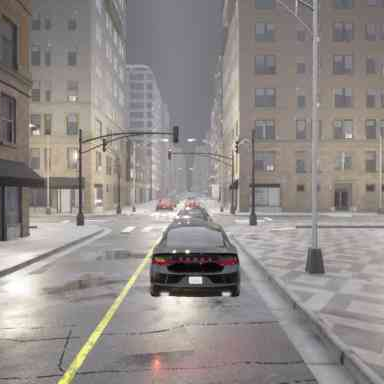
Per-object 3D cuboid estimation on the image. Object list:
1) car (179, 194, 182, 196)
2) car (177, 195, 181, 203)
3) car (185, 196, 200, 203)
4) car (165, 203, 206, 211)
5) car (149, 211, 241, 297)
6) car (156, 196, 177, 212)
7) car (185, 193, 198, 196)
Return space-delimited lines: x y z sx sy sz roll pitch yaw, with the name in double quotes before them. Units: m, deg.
"car" -3.179 1.501 59.701 1.837 1.490 4.892 0 0 0
"car" -3.159 1.544 49.527 2.033 1.411 5.357 0 0 0
"car" 0.034 1.597 44.241 1.895 1.301 4.718 0 0 0
"car" 0.073 1.546 18.428 2.033 1.411 5.357 0 0 5
"car" 0.059 1.477 8.618 1.882 1.535 5.008 0 0 0
"car" -3.172 1.474 39.796 1.882 1.535 5.008 0 0 -1
"car" -0.108 1.521 73.151 1.812 1.442 4.674 0 0 0
